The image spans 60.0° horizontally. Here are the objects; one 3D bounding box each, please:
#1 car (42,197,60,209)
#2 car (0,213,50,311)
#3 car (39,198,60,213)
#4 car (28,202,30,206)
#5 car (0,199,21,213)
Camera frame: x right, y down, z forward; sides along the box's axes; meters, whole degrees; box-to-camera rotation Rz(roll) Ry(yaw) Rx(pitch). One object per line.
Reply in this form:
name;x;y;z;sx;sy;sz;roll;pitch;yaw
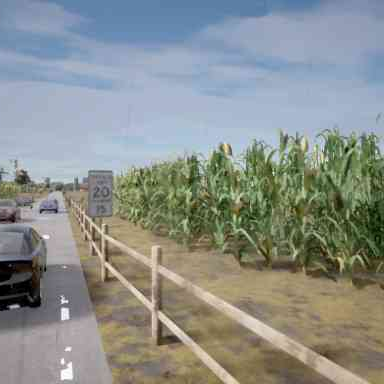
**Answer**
car;-19.381;1.510;45.769;2.128;1.511;4.902;0;0;-21
car;-4.382;1.480;7.563;1.882;1.535;5.008;0;0;-21
car;-15.727;1.560;36.605;2.033;1.411;5.357;0;0;-21
car;-19.808;1.204;39.330;2.128;1.511;4.902;0;0;-21
car;-14.345;1.369;25.166;2.097;1.767;4.553;0;0;-21
